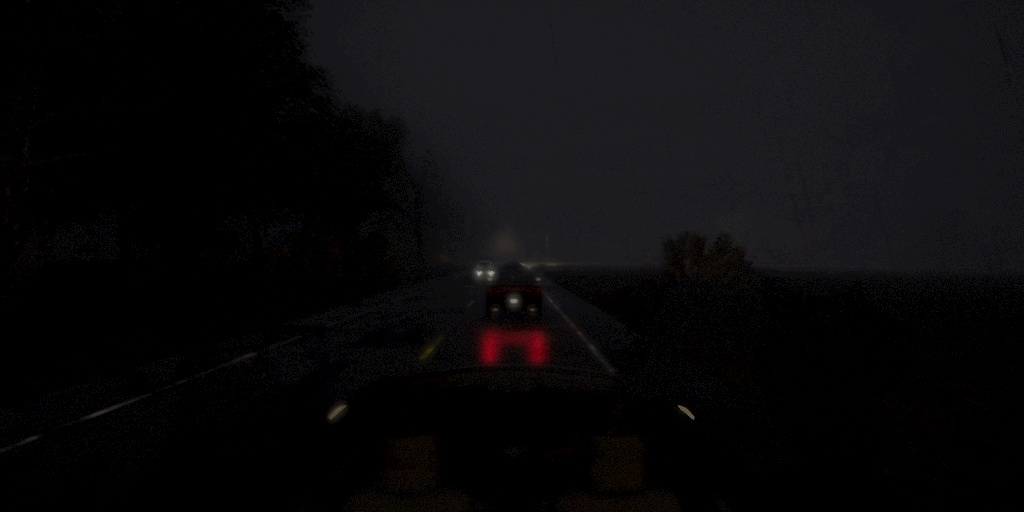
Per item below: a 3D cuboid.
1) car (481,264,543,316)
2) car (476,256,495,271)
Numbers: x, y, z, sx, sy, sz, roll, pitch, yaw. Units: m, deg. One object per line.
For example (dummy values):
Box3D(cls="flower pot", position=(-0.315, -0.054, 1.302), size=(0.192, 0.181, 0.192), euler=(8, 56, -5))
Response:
Box3D(cls="car", position=(0.076, 1.232, 13.417), size=(1.882, 1.535, 5.008), euler=(0, 0, 0))
Box3D(cls="car", position=(-3.577, 0.980, 49.292), size=(2.150, 2.045, 5.566), euler=(0, 0, 0))
